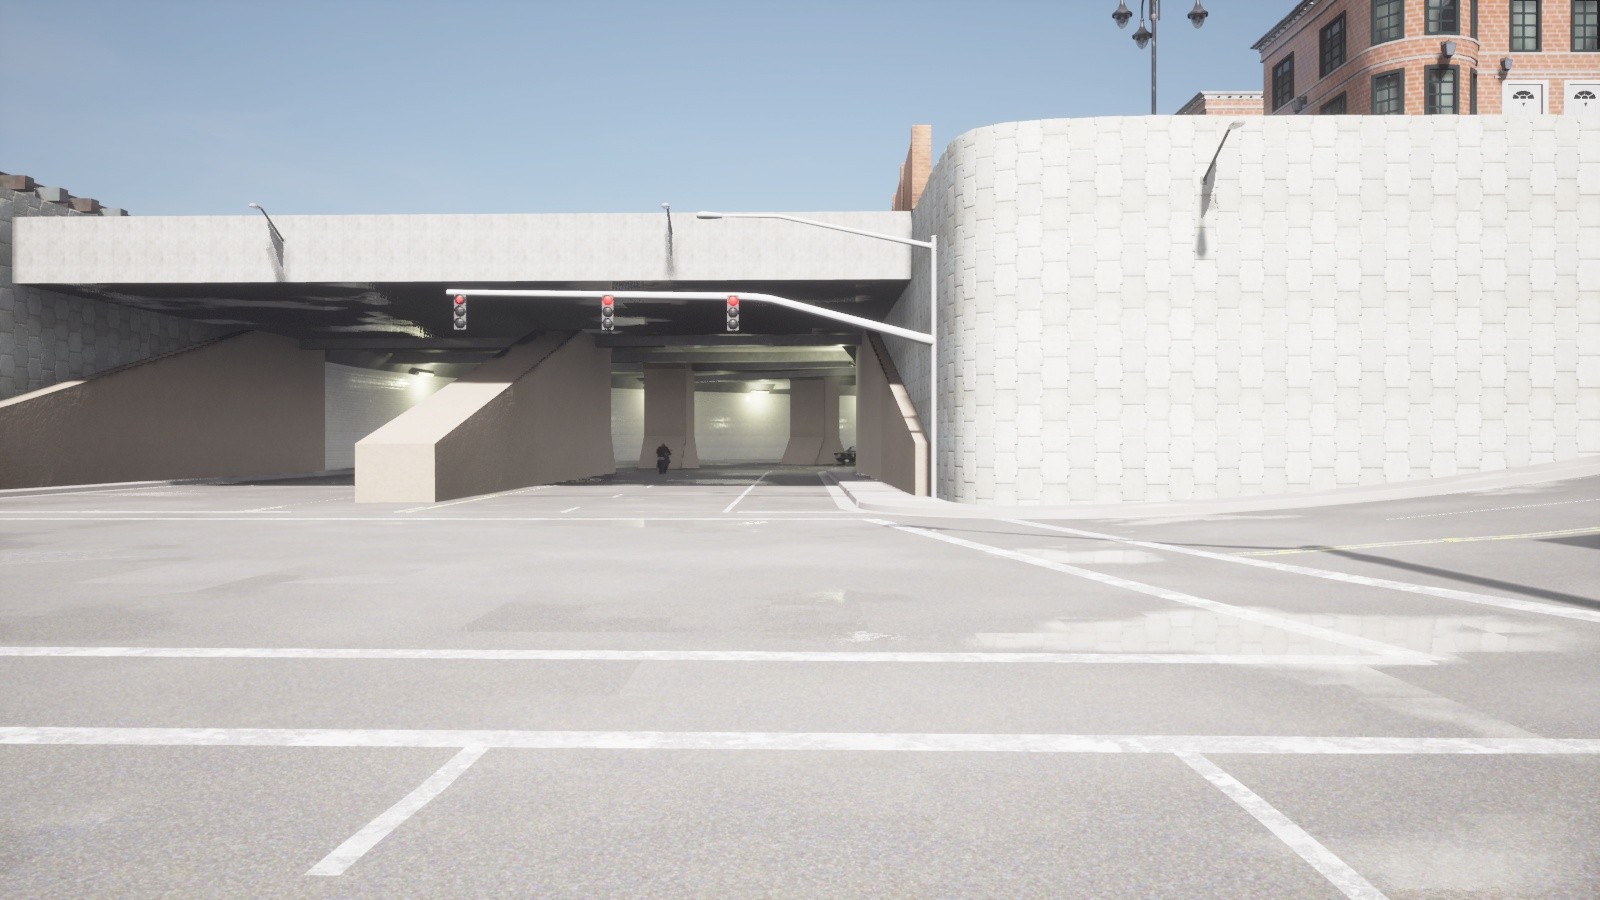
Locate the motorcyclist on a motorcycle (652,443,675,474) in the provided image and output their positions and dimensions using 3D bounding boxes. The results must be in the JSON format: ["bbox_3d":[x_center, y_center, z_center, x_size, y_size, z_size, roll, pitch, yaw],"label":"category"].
[{"bbox_3d":[-6.833,0.421,62.969,0.866,1.530,2.191,0,0,1],"label":"motorcyclist on a motorcycle"}]

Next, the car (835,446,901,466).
[{"bbox_3d":[4.505,0.384,82.574,1.895,1.301,4.718,0,0,40],"label":"car"}]
